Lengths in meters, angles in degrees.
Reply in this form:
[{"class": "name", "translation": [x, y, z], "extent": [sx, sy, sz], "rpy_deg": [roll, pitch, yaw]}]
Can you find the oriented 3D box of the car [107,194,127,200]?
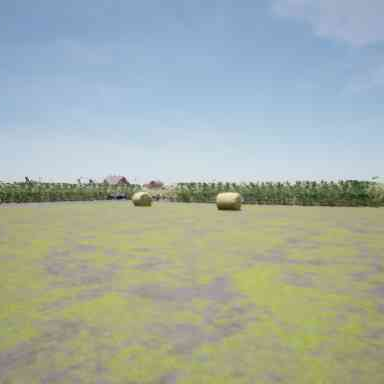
[{"class": "car", "translation": [-17.181, 1.063, 76.301], "extent": [1.895, 1.301, 4.718], "rpy_deg": [0, 0, 31]}]
